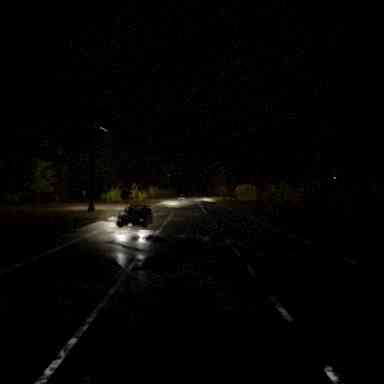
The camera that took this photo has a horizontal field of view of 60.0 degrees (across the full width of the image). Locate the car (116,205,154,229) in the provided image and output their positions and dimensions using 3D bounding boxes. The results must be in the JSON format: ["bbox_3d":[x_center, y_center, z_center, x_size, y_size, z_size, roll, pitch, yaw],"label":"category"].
[{"bbox_3d":[-3.658,1.553,22.218,2.033,1.411,5.357,0,0,0],"label":"car"}]
